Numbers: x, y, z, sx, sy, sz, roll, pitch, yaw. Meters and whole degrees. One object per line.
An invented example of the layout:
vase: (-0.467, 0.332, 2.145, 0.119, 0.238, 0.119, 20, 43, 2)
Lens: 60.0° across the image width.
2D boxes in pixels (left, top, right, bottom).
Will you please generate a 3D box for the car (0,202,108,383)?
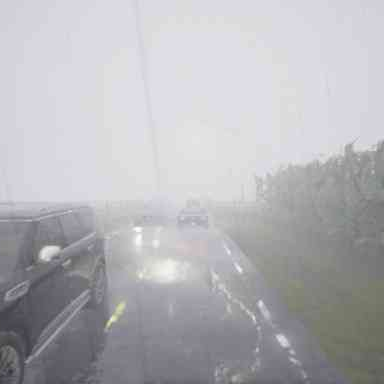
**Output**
car: (-2.835, 1.218, 4.878, 2.150, 2.045, 5.566, 0, 0, 0)

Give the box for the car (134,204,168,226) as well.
car: (-2.809, 1.551, 23.365, 1.994, 1.385, 4.181, 0, 0, 1)

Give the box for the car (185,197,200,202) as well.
car: (0.084, 1.473, 42.785, 1.837, 1.490, 4.892, 0, 0, 0)

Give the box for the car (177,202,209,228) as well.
car: (0.072, 1.589, 21.856, 1.895, 1.301, 4.718, 0, 0, 0)
